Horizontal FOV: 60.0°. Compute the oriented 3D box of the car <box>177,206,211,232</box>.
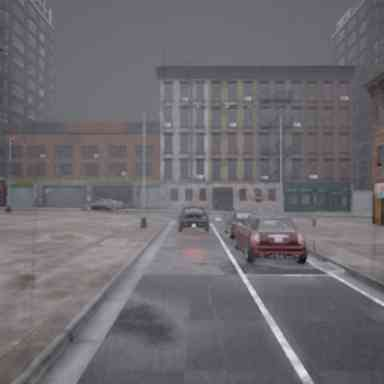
[{"bbox_3d":[0.124,1.612,20.833,1.837,1.490,4.892,0,0,0],"label":"car"}]

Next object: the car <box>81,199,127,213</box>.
[{"bbox_3d":[-9.730,1.527,36.856,4.902,1.511,2.128,1,-1,2],"label":"car"}]

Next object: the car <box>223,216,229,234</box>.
[{"bbox_3d":[2.675,1.641,17.657,2.008,1.369,4.403,0,0,0],"label":"car"}]

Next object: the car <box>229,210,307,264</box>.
[{"bbox_3d":[2.666,1.502,12.154,1.967,1.590,4.097,0,0,0],"label":"car"}]
